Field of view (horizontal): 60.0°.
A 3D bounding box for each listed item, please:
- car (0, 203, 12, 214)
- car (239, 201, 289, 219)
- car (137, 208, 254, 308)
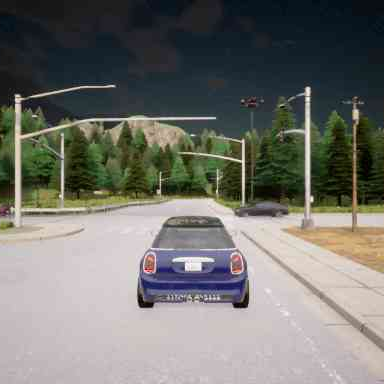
[{"bbox_3d":[-18.354,1.552,29.234,4.674,1.442,1.812,0,0,1],"label":"car"},{"bbox_3d":[5.995,1.550,28.793,4.674,1.442,1.812,0,0,0],"label":"car"},{"bbox_3d":[0.040,1.348,8.069,2.097,1.767,4.553,0,0,0],"label":"car"}]
